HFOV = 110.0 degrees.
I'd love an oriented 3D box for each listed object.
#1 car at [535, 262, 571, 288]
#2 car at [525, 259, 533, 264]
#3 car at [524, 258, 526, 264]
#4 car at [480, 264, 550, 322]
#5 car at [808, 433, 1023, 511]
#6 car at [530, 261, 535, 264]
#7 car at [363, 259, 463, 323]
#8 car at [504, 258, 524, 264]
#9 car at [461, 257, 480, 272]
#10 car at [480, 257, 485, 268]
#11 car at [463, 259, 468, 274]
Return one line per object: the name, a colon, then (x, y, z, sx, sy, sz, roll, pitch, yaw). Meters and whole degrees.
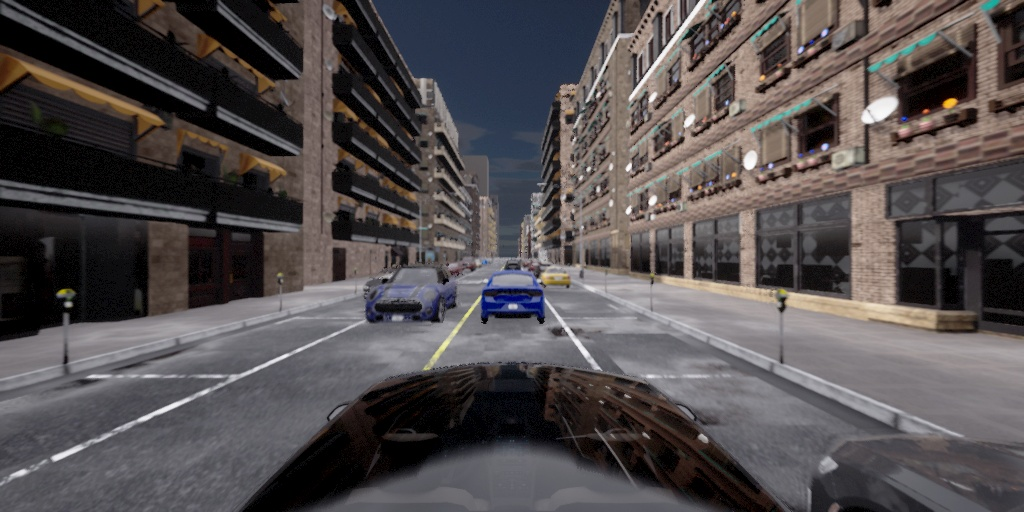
car: (2.693, 1.245, 23.161, 1.751, 1.417, 4.829, 0, 0, 0)
car: (2.694, 1.277, 39.900, 1.802, 1.307, 4.207, 0, 0, 0)
car: (2.697, 1.252, 56.809, 1.802, 1.307, 4.207, 0, 0, 0)
car: (0.018, 1.213, 12.178, 1.882, 1.535, 5.008, 0, 0, 0)
car: (2.690, 1.303, 0.446, 2.007, 1.370, 4.403, 0, 0, 0)
car: (2.693, 1.277, 28.627, 1.948, 1.339, 4.313, 0, 0, 0)
car: (-3.095, 1.087, 11.944, 2.097, 1.767, 4.553, 0, 0, 0)
car: (0.105, 1.198, 40.962, 1.837, 1.490, 4.892, 0, 0, 0)
car: (-5.686, 1.000, 45.542, 2.192, 1.841, 5.009, 0, 0, 0)
car: (-5.684, 1.195, 56.643, 1.751, 1.417, 4.829, 0, 0, 0)
car: (-5.687, 1.247, 34.269, 1.888, 1.381, 4.507, 0, 0, 0)
